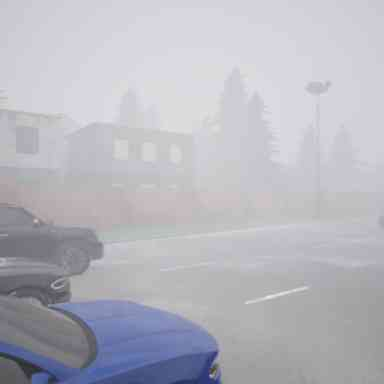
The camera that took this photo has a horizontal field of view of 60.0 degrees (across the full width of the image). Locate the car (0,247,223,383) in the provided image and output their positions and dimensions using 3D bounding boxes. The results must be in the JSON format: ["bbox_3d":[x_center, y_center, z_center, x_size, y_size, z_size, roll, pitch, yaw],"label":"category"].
[{"bbox_3d":[-1.997,1.475,2.322,5.008,1.535,1.882,1,0,-36],"label":"car"}]

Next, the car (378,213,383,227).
[{"bbox_3d":[14.554,1.725,22.729,4.181,1.385,1.994,0,0,-35],"label":"car"}]

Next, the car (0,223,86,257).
[{"bbox_3d":[-4.405,1.472,4.903,5.008,1.535,1.882,0,0,-35],"label":"car"}]

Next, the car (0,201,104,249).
[{"bbox_3d":[-5.169,1.228,8.657,5.566,2.045,2.150,0,0,-36],"label":"car"}]
